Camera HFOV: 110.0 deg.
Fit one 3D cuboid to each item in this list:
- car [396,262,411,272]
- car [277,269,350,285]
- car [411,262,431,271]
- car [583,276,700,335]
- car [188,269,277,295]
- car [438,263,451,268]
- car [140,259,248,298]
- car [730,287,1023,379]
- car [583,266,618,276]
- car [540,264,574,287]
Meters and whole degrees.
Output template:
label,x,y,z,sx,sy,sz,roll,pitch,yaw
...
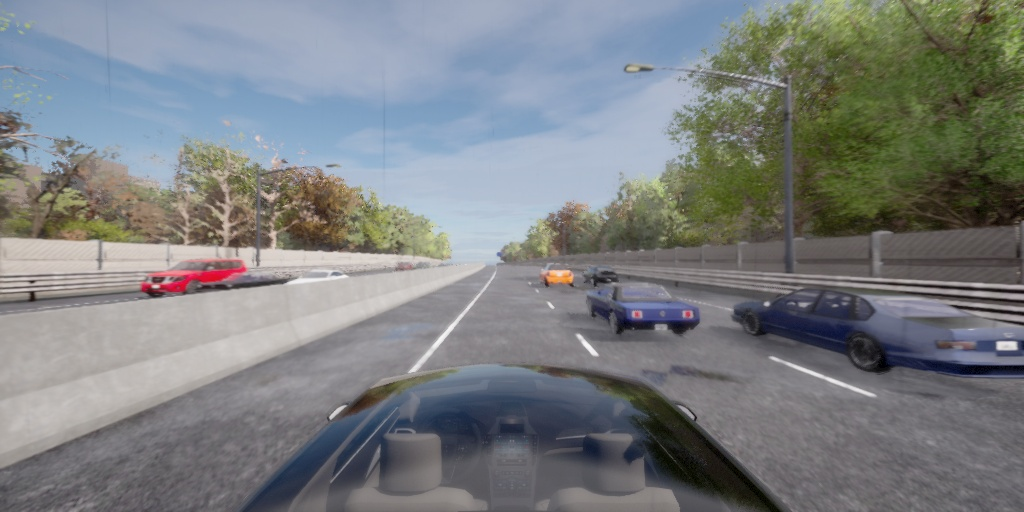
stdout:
label,x,y,z,sx,sy,sz,roll,pitch,yaw
car,-18.540,1.772,61.971,2.097,1.767,4.553,0,-1,-1
car,-10.690,1.484,20.219,1.812,1.442,4.674,0,-1,-1
car,-14.994,1.753,60.288,2.097,1.767,4.553,0,-1,-1
car,3.570,1.451,10.815,1.895,1.301,4.718,0,-1,0
car,-14.189,1.549,19.208,1.895,1.301,4.718,0,-1,-1
car,-11.540,1.910,61.620,2.128,1.511,4.902,0,-1,-1
car,-17.704,1.185,20.531,2.150,2.045,5.566,0,-1,-1
car,7.082,1.361,7.650,2.033,1.411,5.357,0,-1,0
car,6.895,1.549,28.243,1.837,1.490,4.892,0,-1,-1
car,3.399,1.393,27.863,2.097,1.767,4.553,0,-1,-1
